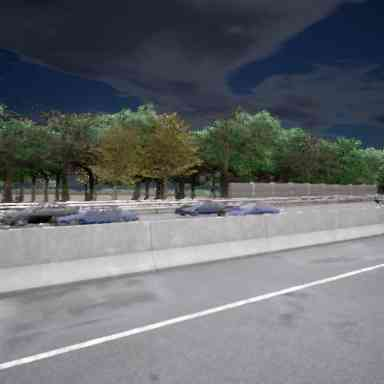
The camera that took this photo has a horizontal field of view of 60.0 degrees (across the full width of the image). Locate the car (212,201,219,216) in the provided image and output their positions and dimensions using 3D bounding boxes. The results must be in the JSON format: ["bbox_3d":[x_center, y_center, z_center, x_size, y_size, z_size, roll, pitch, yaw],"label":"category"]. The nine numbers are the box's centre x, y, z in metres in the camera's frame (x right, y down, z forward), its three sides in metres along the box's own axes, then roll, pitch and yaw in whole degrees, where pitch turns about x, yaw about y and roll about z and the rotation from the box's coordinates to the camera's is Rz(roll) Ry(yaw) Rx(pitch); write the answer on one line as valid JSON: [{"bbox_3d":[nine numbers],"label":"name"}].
[{"bbox_3d":[4.714,1.475,28.797,5.357,1.411,2.033,0,0,-34],"label":"car"}]

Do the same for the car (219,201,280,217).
[{"bbox_3d":[4.513,1.472,24.373,4.674,1.442,1.812,0,0,-35],"label":"car"}]

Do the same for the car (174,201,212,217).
[{"bbox_3d":[1.004,1.489,30.332,5.357,1.411,2.033,0,0,-37],"label":"car"}]

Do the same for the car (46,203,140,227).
[{"bbox_3d":[-6.018,1.535,21.061,5.357,1.411,2.033,0,0,-35],"label":"car"}]

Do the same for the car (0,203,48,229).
[{"bbox_3d":[-9.809,1.482,21.894,4.902,1.511,2.128,0,0,-38],"label":"car"}]

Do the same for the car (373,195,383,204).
[{"bbox_3d":[29.984,1.118,50.992,5.357,1.411,2.033,-1,1,-35],"label":"car"}]
